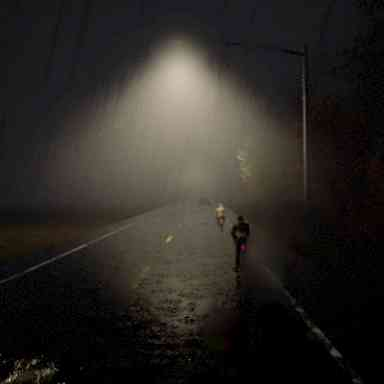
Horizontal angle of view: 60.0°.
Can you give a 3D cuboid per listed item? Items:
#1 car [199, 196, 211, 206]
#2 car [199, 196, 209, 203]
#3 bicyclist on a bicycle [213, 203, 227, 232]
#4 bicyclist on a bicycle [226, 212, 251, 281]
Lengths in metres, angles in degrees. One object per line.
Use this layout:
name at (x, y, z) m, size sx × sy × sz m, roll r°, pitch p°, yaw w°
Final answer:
car at (2.181, 1.537, 56.818) m, size 1.882 × 1.535 × 5.008 m, roll -1°, pitch 0°, yaw 2°
car at (2.678, 1.632, 73.538) m, size 1.994 × 1.385 × 4.181 m, roll -1°, pitch 0°, yaw 2°
bicyclist on a bicycle at (1.659, 1.445, 19.011) m, size 0.866 × 1.612 × 1.509 m, roll -1°, pitch 0°, yaw 2°
bicyclist on a bicycle at (1.337, 1.450, 8.968) m, size 0.582 × 1.620 × 1.656 m, roll -1°, pitch 0°, yaw 2°
